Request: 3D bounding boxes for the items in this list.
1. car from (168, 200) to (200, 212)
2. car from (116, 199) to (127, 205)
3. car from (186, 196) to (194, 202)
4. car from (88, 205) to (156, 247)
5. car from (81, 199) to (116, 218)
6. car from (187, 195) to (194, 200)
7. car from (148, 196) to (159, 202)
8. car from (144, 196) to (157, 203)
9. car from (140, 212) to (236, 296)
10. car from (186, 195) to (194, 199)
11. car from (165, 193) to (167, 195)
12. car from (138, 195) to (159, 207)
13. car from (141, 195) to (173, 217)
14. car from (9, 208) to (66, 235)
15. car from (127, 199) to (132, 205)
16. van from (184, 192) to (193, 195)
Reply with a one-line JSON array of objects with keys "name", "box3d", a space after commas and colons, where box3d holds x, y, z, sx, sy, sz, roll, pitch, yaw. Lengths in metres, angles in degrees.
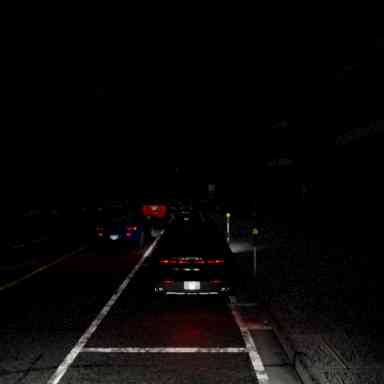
[{"name": "car", "box3d": [-0.383, 1.551, 24.063, 2.008, 1.369, 4.403, 0, 0, 0]}, {"name": "car", "box3d": [-8.408, 1.525, 34.923, 1.752, 1.417, 4.829, 0, 0, 0]}, {"name": "car", "box3d": [-0.383, 1.579, 79.064, 1.802, 1.307, 4.206, 0, 0, 0]}, {"name": "car", "box3d": [-2.914, 1.526, 14.832, 1.812, 1.442, 4.674, 0, 0, 0]}, {"name": "car", "box3d": [-8.408, 1.440, 29.575, 1.967, 1.590, 4.097, 0, 0, 0]}, {"name": "car", "box3d": [-0.383, 1.575, 90.427, 1.802, 1.307, 4.206, 0, 0, 0]}, {"name": "car", "box3d": [-8.408, 1.542, 73.374, 1.887, 1.381, 4.507, 0, 0, 0]}, {"name": "car", "box3d": [-8.408, 1.549, 67.693, 2.008, 1.369, 4.403, 0, 0, 0]}, {"name": "car", "box3d": [0.000, 1.504, 8.650, 1.837, 1.490, 4.892, 0, 0, 0]}, {"name": "car", "box3d": [-0.383, 1.440, 35.101, 1.967, 1.590, 4.097, 0, 0, 0]}, {"name": "car", "box3d": [-8.408, 1.518, 90.251, 1.752, 1.417, 4.829, 0, 0, 0]}, {"name": "car", "box3d": [-5.770, 1.140, 44.356, 2.128, 1.511, 4.902, 0, 0, 0]}, {"name": "car", "box3d": [-3.022, 1.353, 28.625, 2.097, 1.767, 4.553, 0, 0, 0]}, {"name": "car", "box3d": [-8.408, 1.582, 18.538, 1.802, 1.307, 4.206, 0, 0, 0]}, {"name": "car", "box3d": [-8.408, 1.551, 40.611, 2.008, 1.369, 4.403, 0, 0, 0]}, {"name": "van", "box3d": [-0.383, 1.339, 67.702, 1.690, 1.788, 3.998, 0, 0, 0]}]
